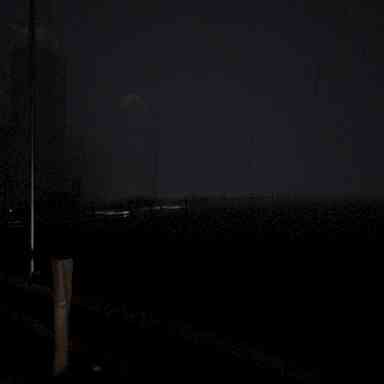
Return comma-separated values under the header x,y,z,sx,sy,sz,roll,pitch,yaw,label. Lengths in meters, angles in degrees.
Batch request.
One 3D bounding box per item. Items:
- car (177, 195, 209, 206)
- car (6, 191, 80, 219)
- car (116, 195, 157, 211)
x,y,z,sx,sy,sz,roll,pitch,yaw,label
0.166,1.050,43.184,1.895,1.301,4.718,1,1,35,car
-11.616,0.960,26.471,2.150,2.045,5.566,1,1,35,car
-5.764,1.071,34.785,1.882,1.535,5.008,1,1,35,car
